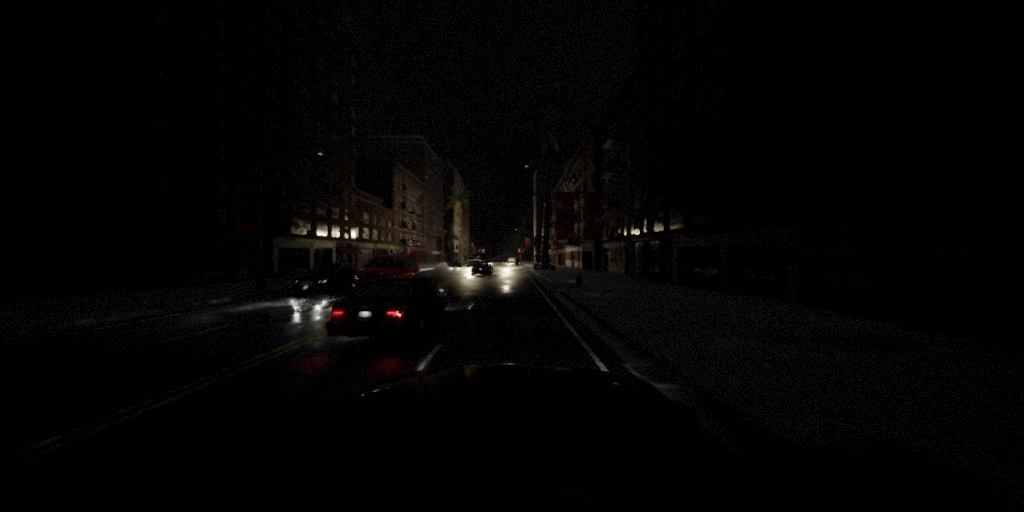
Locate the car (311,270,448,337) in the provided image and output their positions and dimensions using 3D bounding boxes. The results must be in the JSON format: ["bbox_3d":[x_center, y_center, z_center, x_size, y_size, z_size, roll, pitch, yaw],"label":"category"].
[{"bbox_3d":[-3.148,1.292,10.190,2.033,1.411,5.357,0,0,0],"label":"car"}]

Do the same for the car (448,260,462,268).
[{"bbox_3d":[-9.771,1.343,61.803,1.994,1.385,4.181,0,0,1],"label":"car"}]

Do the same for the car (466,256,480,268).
[{"bbox_3d":[-6.519,1.003,61.747,2.150,2.045,5.566,0,0,1],"label":"car"}]

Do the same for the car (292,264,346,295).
[{"bbox_3d":[-9.846,1.227,19.552,2.128,1.511,4.902,0,0,0],"label":"car"}]

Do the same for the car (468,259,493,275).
[{"bbox_3d":[-3.143,1.292,38.047,1.994,1.385,4.181,0,0,0],"label":"car"}]

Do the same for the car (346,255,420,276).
[{"bbox_3d":[-6.597,0.957,19.562,2.150,2.045,5.566,0,0,0],"label":"car"}]

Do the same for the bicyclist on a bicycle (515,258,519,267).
[{"bbox_3d":[0.903,1.159,63.807,0.659,1.776,1.843,0,0,0],"label":"bicyclist on a bicycle"}]
